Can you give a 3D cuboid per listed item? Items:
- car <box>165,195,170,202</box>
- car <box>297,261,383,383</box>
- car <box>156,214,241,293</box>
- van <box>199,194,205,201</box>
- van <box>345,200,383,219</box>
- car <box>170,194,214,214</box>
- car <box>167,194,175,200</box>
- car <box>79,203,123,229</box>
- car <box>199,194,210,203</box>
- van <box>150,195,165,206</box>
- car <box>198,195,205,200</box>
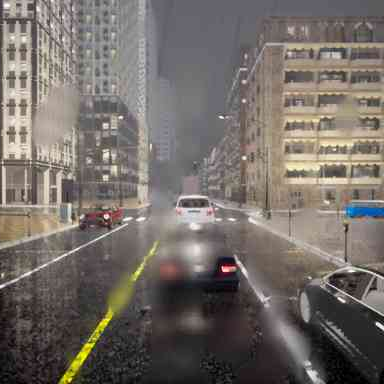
[{"bbox_3d":[-5.776,1.556,75.640,1.752,1.417,4.829,0,0,0],"label":"car"},{"bbox_3d":[2.685,1.551,4.195,2.008,1.369,4.403,0,0,0],"label":"car"},{"bbox_3d":[0.094,1.548,8.969,2.033,1.411,5.357,0,0,-1],"label":"car"},{"bbox_3d":[2.591,1.382,86.923,1.690,1.788,3.998,0,0,0],"label":"van"},{"bbox_3d":[16.894,1.708,31.891,3.998,1.788,1.690,1,-1,0],"label":"van"},{"bbox_3d":[0.084,1.223,19.221,2.150,2.045,5.566,0,0,0],"label":"car"},{"bbox_3d":[-5.795,1.486,92.463,1.967,1.590,4.097,0,0,0],"label":"car"},{"bbox_3d":[-5.715,1.442,21.132,1.967,1.590,4.097,0,0,0],"label":"car"},{"bbox_3d":[2.610,1.342,70.270,2.192,1.841,5.009,0,0,0],"label":"car"},{"bbox_3d":[-5.751,1.356,53.606,1.690,1.788,3.998,0,0,0],"label":"van"},{"bbox_3d":[2.586,1.597,92.473,2.008,1.369,4.403,0,0,0],"label":"car"}]
